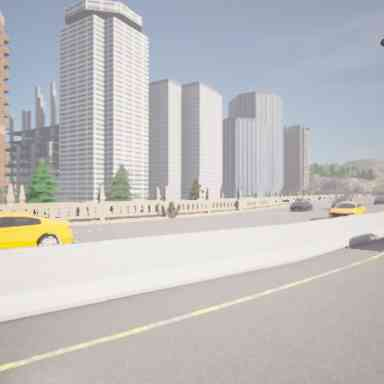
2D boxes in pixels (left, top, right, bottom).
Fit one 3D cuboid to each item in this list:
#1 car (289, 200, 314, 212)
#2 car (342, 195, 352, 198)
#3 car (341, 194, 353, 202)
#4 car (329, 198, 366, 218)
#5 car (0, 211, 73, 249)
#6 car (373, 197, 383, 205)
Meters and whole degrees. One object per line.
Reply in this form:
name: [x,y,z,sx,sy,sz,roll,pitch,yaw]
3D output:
car: [12.932,1.622,39.157,1.994,1.385,4.181,0,0,32]
car: [19.291,1.539,42.778,1.882,1.535,5.008,0,0,31]
car: [35.073,1.407,75.270,2.097,1.767,4.553,0,0,31]
car: [12.270,1.516,26.108,1.882,1.535,5.008,0,0,38]
car: [-6.979,1.499,12.094,5.008,1.535,1.882,0,0,-37]
car: [34.062,1.608,60.148,1.812,1.442,4.674,0,0,31]
